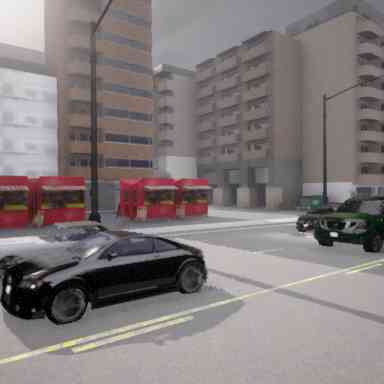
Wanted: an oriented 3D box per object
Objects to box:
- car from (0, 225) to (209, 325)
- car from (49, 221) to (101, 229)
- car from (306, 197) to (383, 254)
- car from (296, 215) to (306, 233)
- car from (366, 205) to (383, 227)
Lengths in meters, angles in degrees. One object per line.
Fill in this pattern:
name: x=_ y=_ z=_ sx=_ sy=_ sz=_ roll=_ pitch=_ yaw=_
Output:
car: x=-1.672 y=1.557 z=7.131 sx=4.181 sy=1.385 sz=1.994 roll=0 pitch=0 yaw=-37
car: x=-3.809 y=1.590 z=9.912 sx=4.718 sy=1.301 sz=1.895 roll=0 pitch=0 yaw=-37
car: x=7.472 y=1.226 z=13.963 sx=5.566 sy=2.045 sz=2.150 roll=0 pitch=0 yaw=-37
car: x=7.789 y=1.523 z=18.570 sx=4.892 sy=1.490 sz=1.837 roll=1 pitch=0 yaw=-37
car: x=14.249 y=1.610 z=23.278 sx=4.181 sy=1.385 sz=1.994 roll=0 pitch=0 yaw=-37
